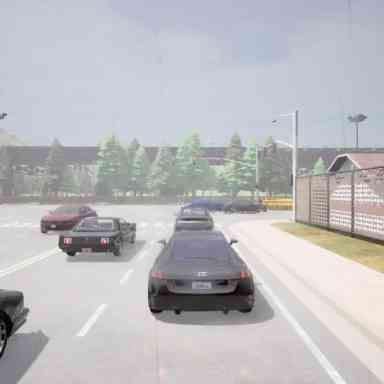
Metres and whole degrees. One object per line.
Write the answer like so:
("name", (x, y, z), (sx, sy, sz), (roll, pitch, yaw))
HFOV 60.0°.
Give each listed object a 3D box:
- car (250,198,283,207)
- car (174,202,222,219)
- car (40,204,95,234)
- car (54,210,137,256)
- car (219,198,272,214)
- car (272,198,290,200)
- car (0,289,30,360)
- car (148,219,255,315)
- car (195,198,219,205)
("car", (11.746, 1.613, 52.383), (4.718, 1.301, 1.895), (0, 0, -2))
("car", (0.117, 1.495, 16.575), (2.128, 1.511, 4.902), (0, 0, 1))
("car", (-7.004, 1.483, 19.318), (1.882, 1.535, 5.008), (0, 0, 0))
("car", (-3.400, 1.604, 12.992), (1.895, 1.301, 4.718), (0, 0, 0))
("car", (5.461, 1.534, 34.481), (4.674, 1.442, 1.812), (0, 0, -2))
("car", (12.284, 1.612, 45.363), (4.718, 1.301, 1.895), (0, 0, -3))
("car", (-3.399, 1.548, 2.598), (2.033, 1.411, 5.357), (0, 0, 0))
("car", (0.147, 1.566, 7.673), (1.994, 1.385, 4.181), (0, 0, -1))
("car", (2.142, 1.486, 37.881), (5.008, 1.535, 1.882), (0, 0, -2))
